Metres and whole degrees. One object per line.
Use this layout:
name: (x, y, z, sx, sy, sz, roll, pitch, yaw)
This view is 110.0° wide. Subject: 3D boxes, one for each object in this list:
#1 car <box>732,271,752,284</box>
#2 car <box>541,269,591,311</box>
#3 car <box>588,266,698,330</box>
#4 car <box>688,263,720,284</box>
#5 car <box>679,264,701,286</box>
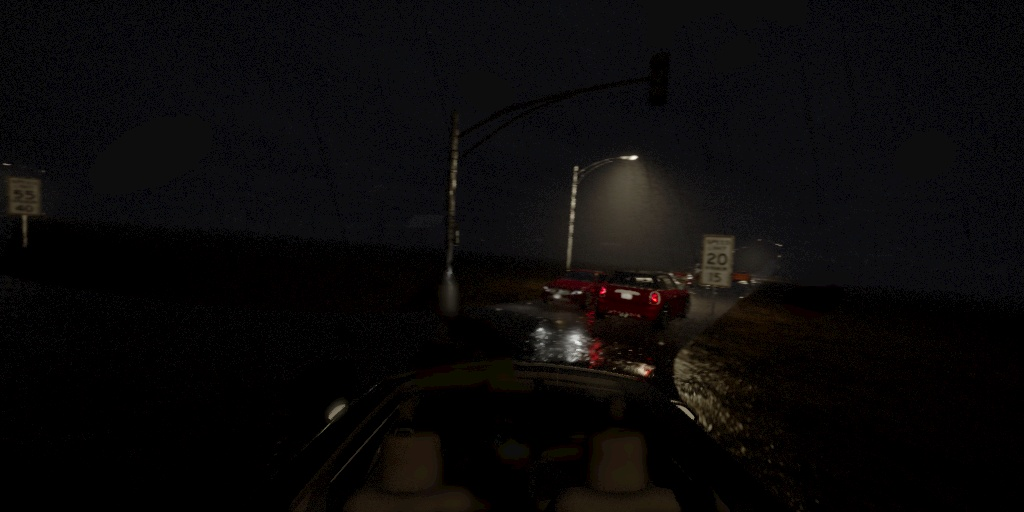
car: (30.185, 2.704, 47.075, 1.882, 1.535, 5.008, 5, 1, 36)
car: (3.019, 1.285, 14.983, 1.812, 1.442, 4.674, 5, 1, 36)
car: (4.697, 1.288, 12.434, 2.097, 1.767, 4.553, 5, 1, 37)
car: (21.235, 1.893, 39.608, 2.150, 2.045, 5.566, 5, 1, 37)
car: (14.902, 1.699, 31.096, 2.097, 1.767, 4.553, 5, 1, 36)
